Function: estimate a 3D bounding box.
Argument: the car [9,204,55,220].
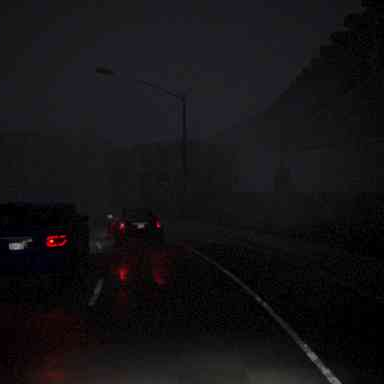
[{"bbox_3d":[-15.233,1.876,31.634,4.718,1.301,1.895,0,-1,36],"label":"car"}]

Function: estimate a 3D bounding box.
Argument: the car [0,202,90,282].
[{"bbox_3d":[-4.410,1.309,9.944,2.150,2.045,5.566,0,-1,-12],"label":"car"}]

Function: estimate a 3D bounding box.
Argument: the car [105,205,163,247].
[{"bbox_3d":[-2.914,1.491,16.051,2.097,1.767,4.553,0,-1,-21],"label":"car"}]
